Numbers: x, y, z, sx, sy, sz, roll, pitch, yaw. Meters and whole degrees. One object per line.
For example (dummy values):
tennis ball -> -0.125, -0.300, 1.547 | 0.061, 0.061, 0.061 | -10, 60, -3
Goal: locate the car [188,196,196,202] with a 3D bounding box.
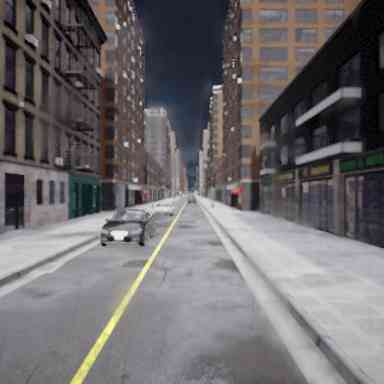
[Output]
car -> 0.026, 1.603, 80.381 | 1.812, 1.442, 4.674 | 0, 0, 0

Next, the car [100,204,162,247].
car -> -2.805, 1.540, 15.329 | 2.128, 1.511, 4.902 | 0, 0, 0

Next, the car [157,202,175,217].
car -> -2.739, 1.704, 32.817 | 1.895, 1.301, 4.718 | 0, 0, 0

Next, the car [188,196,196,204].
car -> 0.022, 1.742, 69.960 | 2.033, 1.411, 5.357 | 0, 0, 0
